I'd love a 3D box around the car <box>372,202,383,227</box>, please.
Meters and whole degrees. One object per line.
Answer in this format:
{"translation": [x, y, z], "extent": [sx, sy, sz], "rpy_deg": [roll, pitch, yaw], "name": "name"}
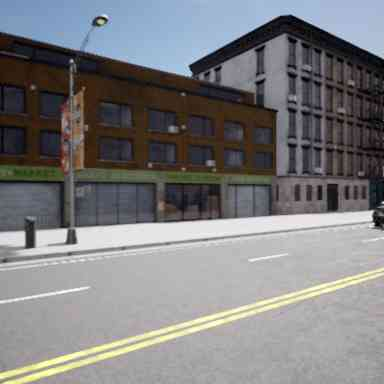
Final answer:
{"translation": [13.982, 1.234, 21.650], "extent": [5.566, 2.045, 2.150], "rpy_deg": [0, 0, -35], "name": "car"}
